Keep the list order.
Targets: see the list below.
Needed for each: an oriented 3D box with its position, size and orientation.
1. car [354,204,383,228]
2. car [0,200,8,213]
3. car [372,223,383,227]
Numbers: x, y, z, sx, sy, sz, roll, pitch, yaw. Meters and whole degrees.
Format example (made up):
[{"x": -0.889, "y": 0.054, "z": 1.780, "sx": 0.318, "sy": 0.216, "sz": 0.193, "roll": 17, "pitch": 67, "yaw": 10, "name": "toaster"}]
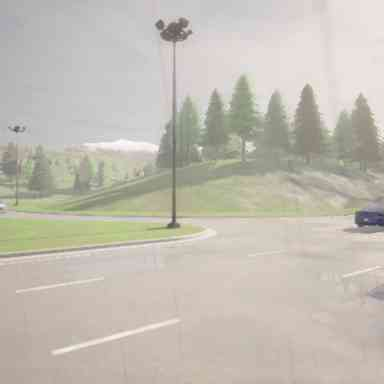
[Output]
[{"x": 12.319, "y": 1.507, "z": 21.124, "sx": 5.008, "sy": 1.535, "sz": 1.882, "roll": 0, "pitch": 0, "yaw": -35, "name": "car"}, {"x": -21.256, "y": 1.527, "z": 35.628, "sx": 1.812, "sy": 1.442, "sz": 4.674, "roll": 0, "pitch": 0, "yaw": -44, "name": "car"}, {"x": 7.241, "y": 1.562, "z": 8.905, "sx": 5.357, "sy": 1.411, "sz": 2.033, "roll": 0, "pitch": 0, "yaw": -35, "name": "car"}]
